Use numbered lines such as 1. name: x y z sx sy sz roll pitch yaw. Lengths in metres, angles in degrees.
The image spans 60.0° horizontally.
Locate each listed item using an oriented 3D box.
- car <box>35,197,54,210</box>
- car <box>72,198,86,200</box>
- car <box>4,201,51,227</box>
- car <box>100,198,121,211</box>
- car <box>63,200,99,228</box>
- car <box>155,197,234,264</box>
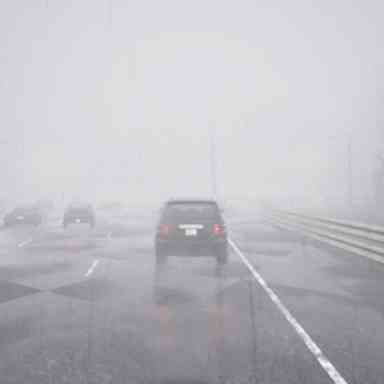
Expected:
1. car: -18.113 1.392 40.806 1.882 1.535 5.008 0 0 -27
2. car: -13.363 1.406 39.123 2.128 1.511 4.902 0 0 -24
3. car: -11.012 1.518 22.306 1.994 1.385 4.181 0 0 -15
4. car: -9.544 1.437 39.094 1.812 1.442 4.674 0 0 -23
5. car: -7.236 1.454 21.724 1.837 1.490 4.892 0 -1 -14
6. car: -0.015 1.192 11.786 2.150 2.045 5.566 0 0 0
